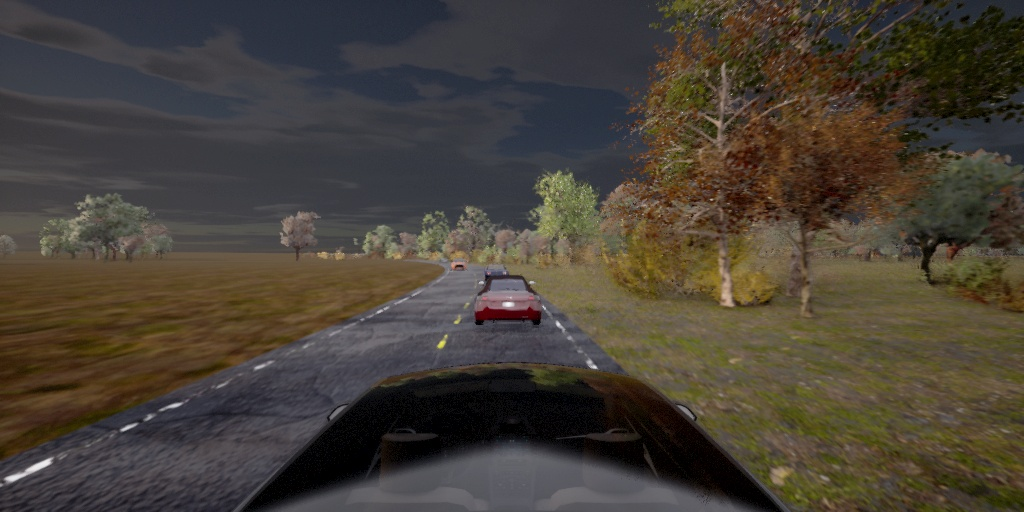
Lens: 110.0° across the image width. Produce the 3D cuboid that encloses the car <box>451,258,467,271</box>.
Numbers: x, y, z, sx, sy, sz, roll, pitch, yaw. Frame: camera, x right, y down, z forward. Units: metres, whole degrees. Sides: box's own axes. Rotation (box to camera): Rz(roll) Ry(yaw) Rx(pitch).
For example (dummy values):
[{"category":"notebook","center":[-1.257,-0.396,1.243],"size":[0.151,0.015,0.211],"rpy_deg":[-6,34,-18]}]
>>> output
[{"category":"car","center":[-7.336,1.086,49.655],"size":[2.097,1.767,4.553],"rpy_deg":[0,0,-10]}]

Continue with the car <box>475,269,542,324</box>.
[{"category":"car","center":[-0.165,1.310,11.897],"size":[1.994,1.385,4.181],"rpy_deg":[0,0,-2]}]

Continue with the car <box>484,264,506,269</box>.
[{"category":"car","center":[-1.383,1.339,29.665],"size":[1.895,1.301,4.718],"rpy_deg":[0,0,-6]}]
